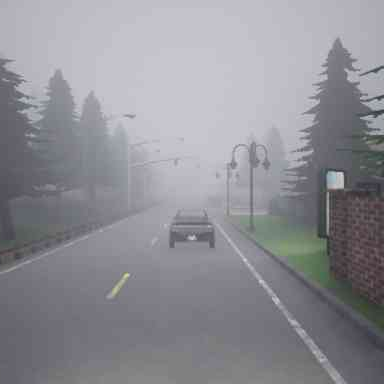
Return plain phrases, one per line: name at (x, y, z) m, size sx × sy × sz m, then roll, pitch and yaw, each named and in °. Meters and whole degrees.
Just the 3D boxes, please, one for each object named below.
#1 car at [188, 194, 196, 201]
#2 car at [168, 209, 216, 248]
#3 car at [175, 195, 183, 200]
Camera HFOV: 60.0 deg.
car at (0.000, 1.331, 82.337) m, size 1.882 × 1.535 × 5.008 m, roll 0°, pitch 0°, yaw 0°
car at (0.000, 1.493, 14.650) m, size 2.128 × 1.511 × 4.902 m, roll 0°, pitch 0°, yaw 0°
car at (-3.500, 1.447, 88.936) m, size 1.882 × 1.535 × 5.008 m, roll 0°, pitch 0°, yaw 0°
